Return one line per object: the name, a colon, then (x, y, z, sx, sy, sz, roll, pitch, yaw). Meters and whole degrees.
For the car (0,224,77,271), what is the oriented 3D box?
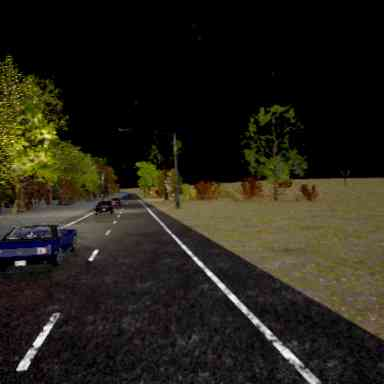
car: (-5.362, 1.788, 11.841, 1.895, 1.301, 4.718, -2, 0, -10)

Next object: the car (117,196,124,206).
car: (-14.565, 1.936, 63.616, 1.837, 1.490, 4.892, -2, 0, -10)

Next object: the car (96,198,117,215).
car: (-10.307, 1.804, 39.642, 1.882, 1.535, 5.008, -2, 0, -10)
